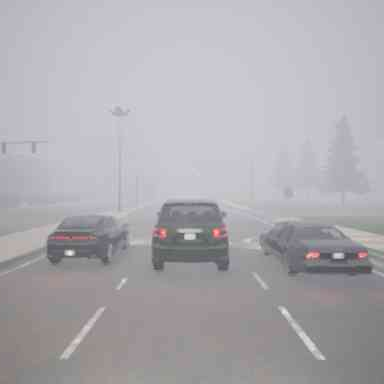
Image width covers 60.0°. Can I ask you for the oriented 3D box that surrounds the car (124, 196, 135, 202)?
[{"bbox_3d":[-16.304,1.861,87.524,2.033,1.411,5.357,0,0,0],"label":"car"}]

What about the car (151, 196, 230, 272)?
[{"bbox_3d":[-0.003,1.258,11.087,2.150,2.045,5.566,0,-1,1],"label":"car"}]

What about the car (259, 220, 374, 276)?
[{"bbox_3d":[3.507,1.587,10.492,2.033,1.411,5.357,0,0,0],"label":"car"}]

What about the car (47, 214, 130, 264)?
[{"bbox_3d":[-3.493,1.546,11.946,1.837,1.490,4.892,0,-1,0],"label":"car"}]
